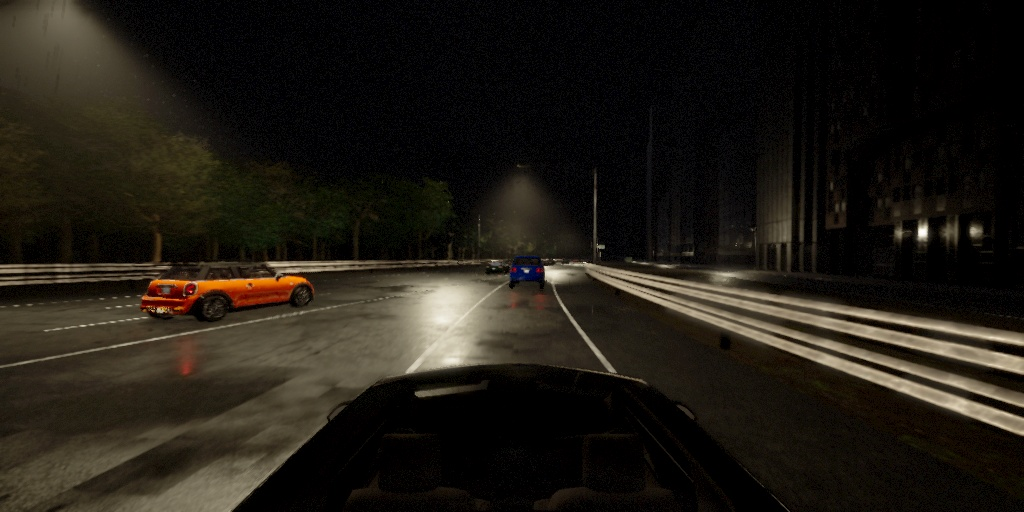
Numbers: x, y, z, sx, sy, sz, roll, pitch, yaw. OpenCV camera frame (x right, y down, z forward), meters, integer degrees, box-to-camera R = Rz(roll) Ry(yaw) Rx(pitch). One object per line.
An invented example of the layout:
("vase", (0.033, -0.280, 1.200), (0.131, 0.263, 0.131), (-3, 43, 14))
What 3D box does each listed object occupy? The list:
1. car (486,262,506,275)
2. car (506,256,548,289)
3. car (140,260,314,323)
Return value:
("car", (-1.470, 1.356, 40.577), (1.994, 1.385, 4.181), (1, 0, 14))
("car", (1.119, 1.006, 24.054), (2.150, 2.045, 5.566), (0, 0, 5))
("car", (-8.876, 0.968, 11.808), (2.097, 1.767, 4.553), (1, 0, 14))
